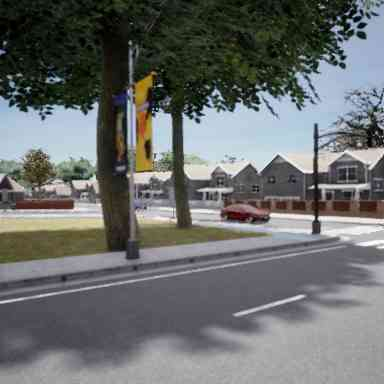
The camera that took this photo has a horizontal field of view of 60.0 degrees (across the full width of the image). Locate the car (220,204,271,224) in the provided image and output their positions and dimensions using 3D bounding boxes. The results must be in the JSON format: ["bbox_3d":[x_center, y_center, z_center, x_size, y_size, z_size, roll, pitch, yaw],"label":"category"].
[{"bbox_3d":[4.447,1.801,28.276,1.882,1.535,5.008,-1,0,-34],"label":"car"}]

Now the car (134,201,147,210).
[{"bbox_3d":[-8.793,2.074,52.215,1.882,1.535,5.008,-1,0,-34],"label":"car"}]
